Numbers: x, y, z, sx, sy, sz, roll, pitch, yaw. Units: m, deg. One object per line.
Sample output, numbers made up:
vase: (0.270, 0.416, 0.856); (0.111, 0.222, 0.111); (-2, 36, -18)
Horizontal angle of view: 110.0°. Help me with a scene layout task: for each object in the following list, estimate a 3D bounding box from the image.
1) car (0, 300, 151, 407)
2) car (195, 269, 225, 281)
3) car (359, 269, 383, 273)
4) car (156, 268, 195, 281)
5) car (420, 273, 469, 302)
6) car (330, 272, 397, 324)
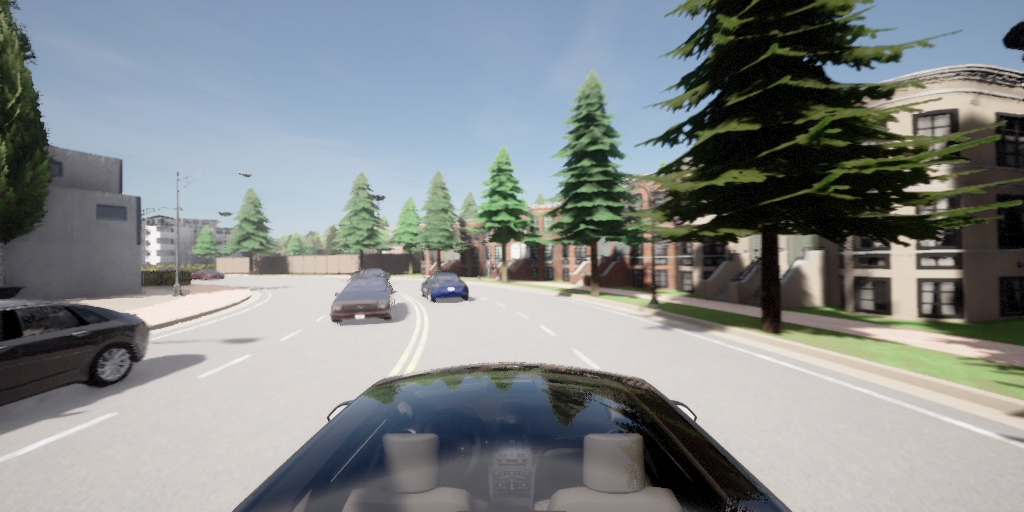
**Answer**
car: (-7.318, 1.385, 4.449); (1.837, 1.490, 4.892); (0, -1, -6)
car: (-38.041, 2.382, 44.948); (4.181, 1.385, 1.994); (-1, -1, 24)
car: (-13.521, 1.911, 34.337); (2.033, 1.411, 5.357); (0, -1, -45)
car: (-39.872, 2.151, 41.940); (4.553, 1.767, 2.097); (-1, -1, 24)
car: (-3.695, 1.598, 19.255); (1.994, 1.385, 4.181); (0, -1, -22)
car: (-5.397, 1.526, 13.572); (2.033, 1.411, 5.357); (0, -1, -16)
